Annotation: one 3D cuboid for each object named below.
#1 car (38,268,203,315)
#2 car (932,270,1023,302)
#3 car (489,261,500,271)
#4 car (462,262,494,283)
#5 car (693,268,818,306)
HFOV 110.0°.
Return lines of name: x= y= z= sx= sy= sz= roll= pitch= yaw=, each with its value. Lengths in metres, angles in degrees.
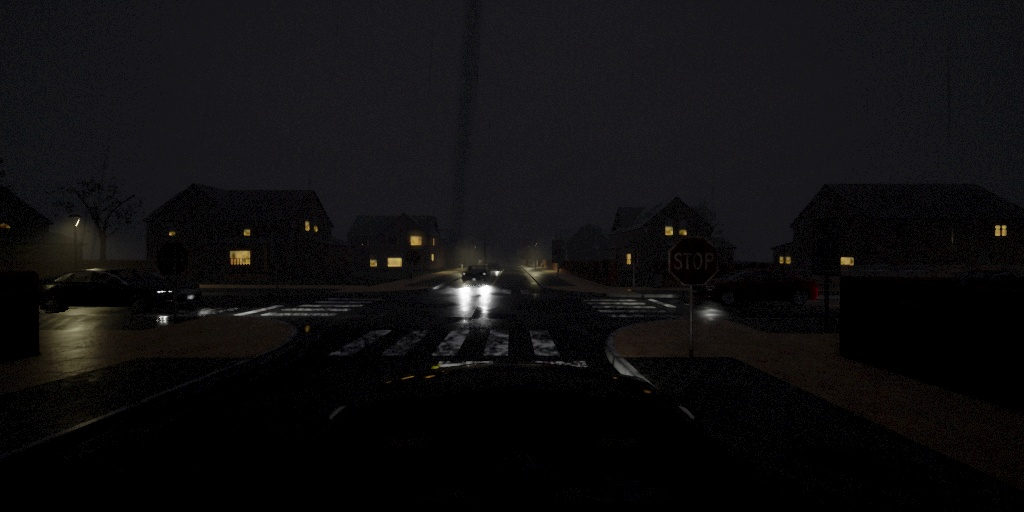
car: x=-13.872 y=1.192 z=12.750 sx=4.902 sy=1.511 sz=2.128 roll=0 pitch=0 yaw=0
car: x=20.770 y=1.370 z=15.768 sx=4.902 sy=1.511 sz=2.128 roll=0 pitch=0 yaw=0
car: x=-2.718 y=1.407 z=51.272 sx=1.994 sy=1.385 sz=4.181 roll=0 pitch=0 yaw=0
car: x=-2.730 y=1.389 z=28.057 sx=1.895 sy=1.301 sz=4.718 roll=0 pitch=0 yaw=0
car: x=10.473 y=1.295 z=15.710 sx=5.008 sy=1.535 sz=1.882 roll=0 pitch=0 yaw=-2
